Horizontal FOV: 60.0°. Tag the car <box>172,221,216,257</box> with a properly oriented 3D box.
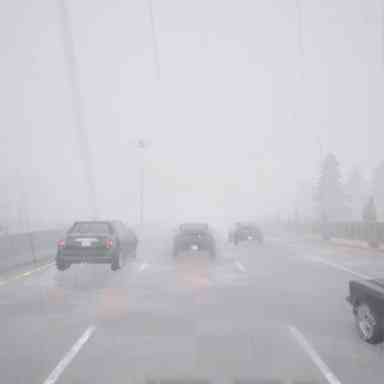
[{"bbox_3d":[0.100,2.213,16.102,1.837,1.490,4.892,0,-4,0],"label":"car"}]

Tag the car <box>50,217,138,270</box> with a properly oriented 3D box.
[{"bbox_3d":[-3.400,1.829,12.833,2.097,1.767,4.553,0,-4,0],"label":"car"}]

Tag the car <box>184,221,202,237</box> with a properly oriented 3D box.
[{"bbox_3d":[0.099,3.886,35.564,1.837,1.490,4.892,0,-4,0],"label":"car"}]

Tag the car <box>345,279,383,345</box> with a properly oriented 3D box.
[{"bbox_3d":[3.600,1.672,3.690,1.895,1.301,4.718,0,-1,0],"label":"car"}]

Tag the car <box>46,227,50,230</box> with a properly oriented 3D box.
[{"bbox_3d":[-14.026,3.995,36.343,2.033,1.411,5.357,0,-5,0],"label":"car"}]

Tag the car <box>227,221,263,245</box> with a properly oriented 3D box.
[{"bbox_3d":[3.599,2.794,22.954,1.837,1.490,4.892,0,-5,0],"label":"car"}]

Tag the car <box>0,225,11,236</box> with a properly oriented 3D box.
[{"bbox_3d":[-17.550,3.286,28.126,2.033,1.411,5.357,0,-5,0],"label":"car"}]

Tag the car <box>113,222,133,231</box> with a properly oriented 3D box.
[{"bbox_3d":[-10.503,5.272,51.138,2.033,1.411,5.357,0,-5,0],"label":"car"}]
